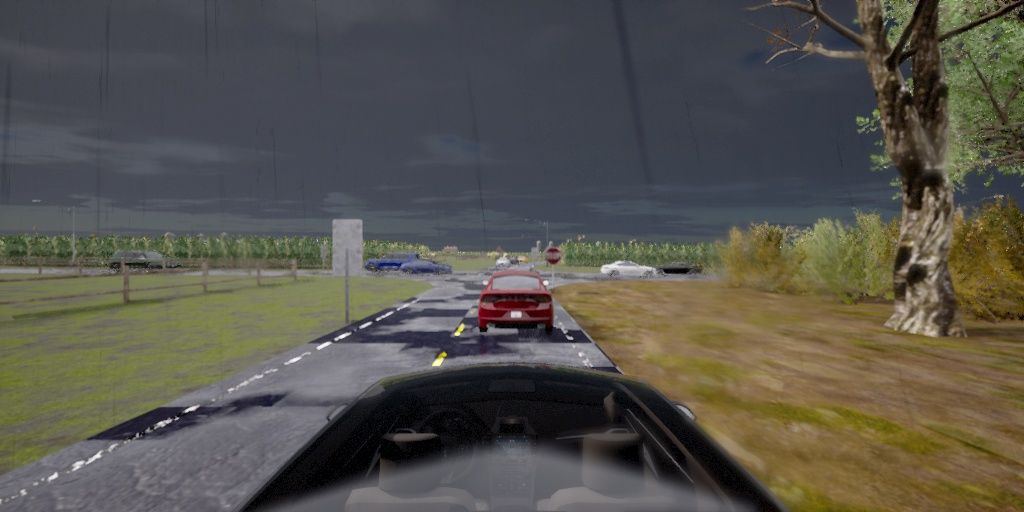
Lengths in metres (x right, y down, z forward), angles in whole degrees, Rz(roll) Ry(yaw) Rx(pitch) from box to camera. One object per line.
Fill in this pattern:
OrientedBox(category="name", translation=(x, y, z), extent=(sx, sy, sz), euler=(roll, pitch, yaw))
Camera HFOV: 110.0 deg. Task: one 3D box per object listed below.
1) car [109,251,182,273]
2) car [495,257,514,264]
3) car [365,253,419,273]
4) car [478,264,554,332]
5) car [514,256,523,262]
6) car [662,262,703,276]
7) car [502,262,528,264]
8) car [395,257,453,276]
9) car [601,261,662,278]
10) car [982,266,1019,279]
OrientedBox(category="car", translation=(-34.649, 0.534, 33.968), extent=(5.566, 2.045, 2.150), euler=(0, 0, 3))
OrientedBox(category="car", translation=(-1.306, 0.966, 54.952), extent=(1.812, 1.442, 4.674), euler=(0, 0, 6))
OrientedBox(category="car", translation=(-12.006, 0.690, 36.615), extent=(5.566, 2.045, 2.150), euler=(0, 0, 3))
OrientedBox(category="car", translation=(0.109, 1.172, 10.690), extent=(1.882, 1.535, 5.008), euler=(0, 0, 0))
OrientedBox(category="car", translation=(0.155, 0.934, 65.370), extent=(2.033, 1.411, 5.357), euler=(0, 0, 9))
OrientedBox(category="car", translation=(15.654, 1.262, 34.610), extent=(4.718, 1.301, 1.895), euler=(0, 0, 5))
OrientedBox(category="car", translation=(0.590, 1.233, 20.910), extent=(1.895, 1.301, 4.718), euler=(0, 0, 9))
OrientedBox(category="car", translation=(-7.761, 1.038, 32.658), extent=(4.674, 1.442, 1.812), euler=(0, 0, 3))
OrientedBox(category="car", translation=(10.162, 1.163, 31.358), extent=(4.674, 1.442, 1.812), euler=(0, 0, 5))
OrientedBox(category="car", translation=(44.111, 1.448, 31.582), extent=(4.718, 1.301, 1.895), euler=(0, 0, 7))
